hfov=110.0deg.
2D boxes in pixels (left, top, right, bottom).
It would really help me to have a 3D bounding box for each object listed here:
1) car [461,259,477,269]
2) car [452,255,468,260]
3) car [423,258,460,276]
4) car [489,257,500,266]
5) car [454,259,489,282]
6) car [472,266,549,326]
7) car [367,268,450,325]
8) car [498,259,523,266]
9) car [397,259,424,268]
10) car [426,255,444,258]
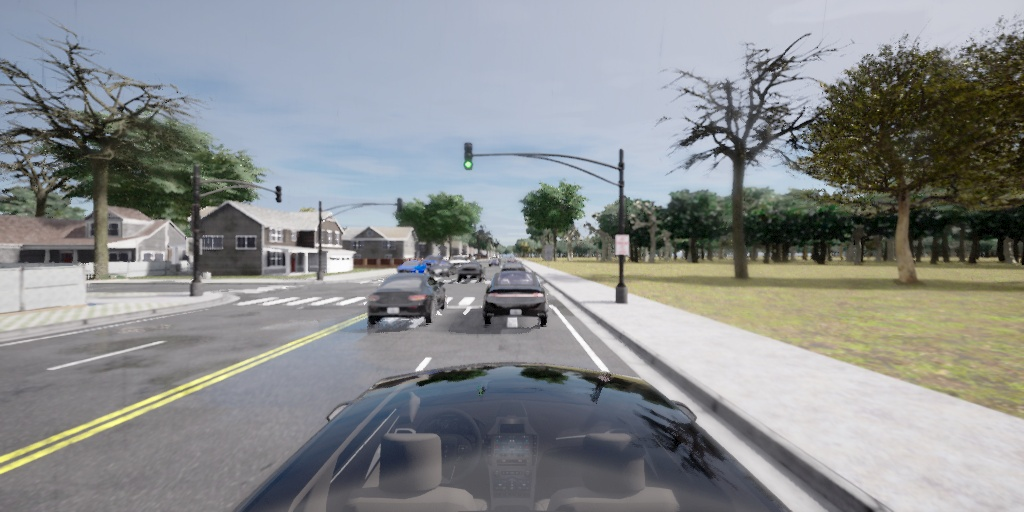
[{"bbox_3d":[-6.557,1.222,55.659,1.837,1.490,4.892,0,0,1],"label":"car"},{"bbox_3d":[-6.607,0.948,45.036,2.150,2.045,5.566,0,0,0],"label":"car"},{"bbox_3d":[-6.610,1.228,34.369,2.128,1.511,4.902,0,0,0],"label":"car"},{"bbox_3d":[-3.271,1.307,65.176,1.895,1.301,4.718,0,0,0],"label":"car"},{"bbox_3d":[-3.158,1.246,28.680,1.837,1.490,4.892,0,0,0],"label":"car"},{"bbox_3d":[0.096,1.240,11.702,2.128,1.511,4.902,0,0,0],"label":"car"},{"bbox_3d":[-3.297,1.274,11.788,1.812,1.442,4.674,0,0,-4],"label":"car"},{"bbox_3d":[0.090,1.219,28.746,1.882,1.535,5.008,0,0,0],"label":"car"},{"bbox_3d":[-9.846,1.213,35.453,1.882,1.535,5.008,0,0,1],"label":"car"},{"bbox_3d":[-9.853,0.947,45.257,2.150,2.045,5.566,0,0,0],"label":"car"}]
